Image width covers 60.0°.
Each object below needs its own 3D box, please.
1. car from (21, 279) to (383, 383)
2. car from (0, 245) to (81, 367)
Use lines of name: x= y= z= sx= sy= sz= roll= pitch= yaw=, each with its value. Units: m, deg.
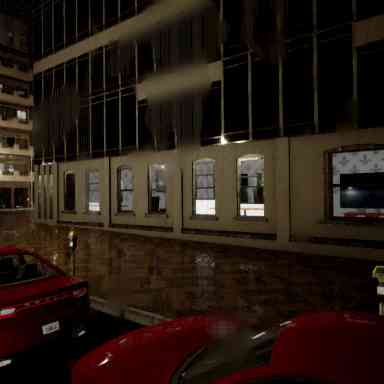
car: x=1.017 y=1.545 z=2.158 sx=4.507 sy=1.381 sz=1.887 roll=0 pitch=-1 yaw=35
car: x=-3.560 y=1.546 z=5.413 sx=4.507 sy=1.381 sz=1.887 roll=0 pitch=-1 yaw=35
